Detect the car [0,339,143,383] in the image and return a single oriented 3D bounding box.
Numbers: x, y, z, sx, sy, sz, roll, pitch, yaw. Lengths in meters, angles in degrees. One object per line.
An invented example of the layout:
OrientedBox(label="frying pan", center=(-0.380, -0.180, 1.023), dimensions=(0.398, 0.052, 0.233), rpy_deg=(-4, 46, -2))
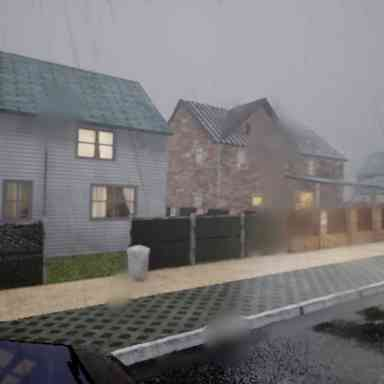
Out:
OrientedBox(label="car", center=(-2.080, 1.572, 1.422), dimensions=(4.181, 1.385, 1.994), rpy_deg=(1, -1, -33))
